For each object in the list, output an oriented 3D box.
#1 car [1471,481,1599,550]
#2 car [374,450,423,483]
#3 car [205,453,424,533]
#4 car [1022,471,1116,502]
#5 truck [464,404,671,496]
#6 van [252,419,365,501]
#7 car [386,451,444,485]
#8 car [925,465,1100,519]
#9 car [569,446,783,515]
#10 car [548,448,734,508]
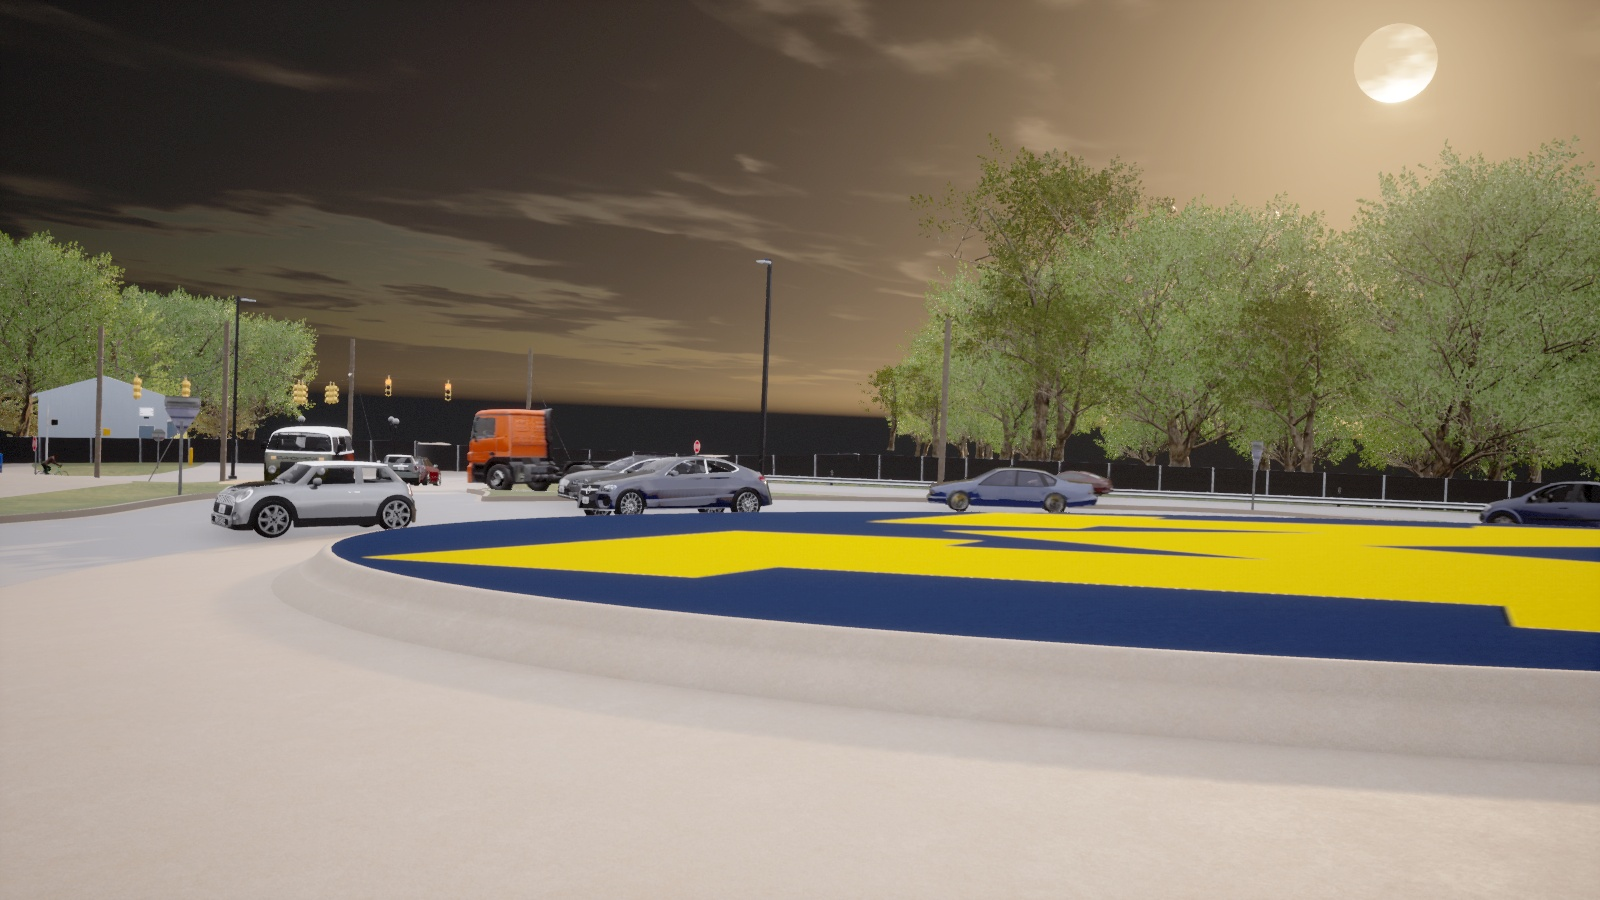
[{"bbox_3d":[20.420,1.738,33.560,1.851,1.617,3.988,1,1,-45],"label":"car"},{"bbox_3d":[-19.601,0.793,61.195,1.970,1.475,3.806,2,-1,-22],"label":"car"},{"bbox_3d":[-10.115,0.857,26.275,3.806,1.475,1.970,1,2,-40],"label":"car"},{"bbox_3d":[14.703,1.968,68.630,4.674,1.442,1.812,2,1,27],"label":"car"},{"bbox_3d":[-9.289,-0.047,49.985,7.936,3.462,2.891,1,0,27],"label":"truck"},{"bbox_3d":[-13.518,0.253,34.791,2.069,2.038,4.480,3,0,-11],"label":"van"},{"bbox_3d":[-21.372,1.013,69.832,2.097,1.767,4.553,3,-1,-5],"label":"car"},{"bbox_3d":[6.723,1.311,40.142,5.357,1.411,2.033,2,2,7],"label":"car"},{"bbox_3d":[-3.146,0.800,32.222,5.027,1.651,2.152,2,-1,-33],"label":"car"},{"bbox_3d":[-4.637,0.829,36.848,4.902,1.511,2.128,2,2,-30],"label":"car"}]
